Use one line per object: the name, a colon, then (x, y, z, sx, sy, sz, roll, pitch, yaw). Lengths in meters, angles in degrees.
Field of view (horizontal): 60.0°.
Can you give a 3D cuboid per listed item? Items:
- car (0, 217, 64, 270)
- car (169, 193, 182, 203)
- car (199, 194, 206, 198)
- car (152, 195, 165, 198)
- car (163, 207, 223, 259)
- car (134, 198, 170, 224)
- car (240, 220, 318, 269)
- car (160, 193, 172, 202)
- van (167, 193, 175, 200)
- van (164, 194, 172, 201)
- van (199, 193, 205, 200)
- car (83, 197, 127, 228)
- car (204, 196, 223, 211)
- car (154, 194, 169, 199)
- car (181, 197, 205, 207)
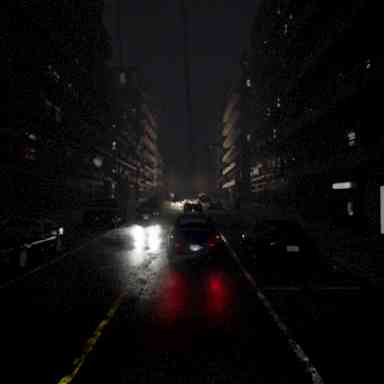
car: (-5.674, 1.542, 10.942, 2.008, 1.369, 4.403, 1, 0, 0)
car: (-3.004, 1.457, 65.865, 1.837, 1.490, 4.892, 0, 0, 0)
car: (2.711, 1.523, 62.162, 1.947, 1.339, 4.313, 1, 0, 0)
car: (-5.671, 1.529, 50.735, 1.947, 1.339, 4.313, 1, 0, 0)
car: (0.094, 1.515, 12.437, 1.812, 1.442, 4.674, 0, 0, 0)
car: (-3.097, 1.472, 24.849, 2.128, 1.511, 4.902, 0, 0, 0)
car: (2.706, 1.557, 11.001, 1.947, 1.339, 4.313, 1, 0, 0)
car: (-5.663, 1.267, 73.472, 2.192, 1.841, 5.009, 1, 0, 0)
van: (-5.668, 1.287, 90.527, 1.690, 1.788, 3.998, 1, 0, 0)
van: (-5.663, 1.291, 79.156, 1.690, 1.788, 3.998, 1, 0, 0)
van: (2.718, 1.286, 90.586, 1.690, 1.788, 3.998, 1, 0, 0)
car: (-5.668, 1.298, 22.311, 2.192, 1.841, 5.009, 1, 0, 0)
car: (2.709, 1.495, 39.594, 1.752, 1.417, 4.829, 1, 0, 0)
car: (-5.665, 1.275, 56.419, 2.192, 1.841, 5.009, 1, 0, 0)
car: (0.104, 1.573, 36.087, 1.895, 1.301, 4.718, 0, 0, 0)
